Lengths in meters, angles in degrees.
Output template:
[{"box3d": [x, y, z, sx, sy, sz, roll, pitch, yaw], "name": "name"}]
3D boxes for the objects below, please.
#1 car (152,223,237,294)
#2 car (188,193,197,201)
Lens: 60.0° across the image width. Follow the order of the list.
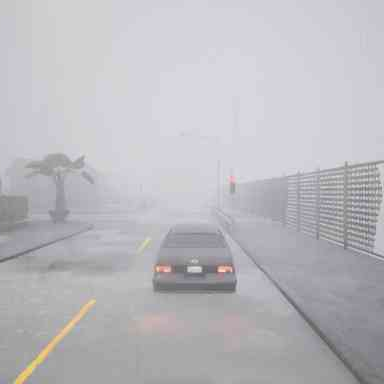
[{"box3d": [0.073, 1.547, 8.955, 2.033, 1.411, 5.357, 0, 0, 1], "name": "car"}, {"box3d": [0.090, 1.225, 87.059, 2.150, 2.045, 5.566, 0, 0, 0], "name": "car"}]
